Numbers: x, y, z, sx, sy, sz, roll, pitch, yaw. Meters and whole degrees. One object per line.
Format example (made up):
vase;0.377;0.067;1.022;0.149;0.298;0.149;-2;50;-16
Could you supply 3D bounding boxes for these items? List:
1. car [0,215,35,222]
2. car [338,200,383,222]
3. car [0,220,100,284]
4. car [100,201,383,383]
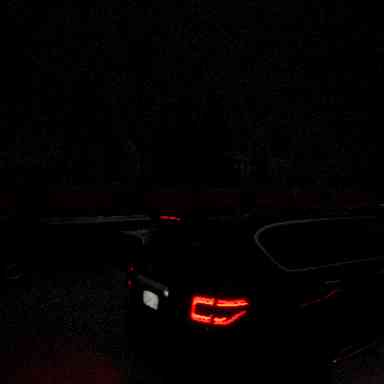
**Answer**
car;-6.511;1.547;12.007;5.357;1.411;2.033;0;0;-36
car;14.056;1.478;26.925;5.008;1.535;1.882;0;0;-36
car;-3.783;1.601;9.656;4.718;1.301;1.895;0;0;-36
car;1.741;1.219;5.011;5.566;2.045;2.150;0;0;-36
